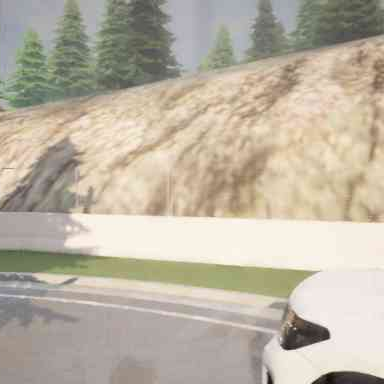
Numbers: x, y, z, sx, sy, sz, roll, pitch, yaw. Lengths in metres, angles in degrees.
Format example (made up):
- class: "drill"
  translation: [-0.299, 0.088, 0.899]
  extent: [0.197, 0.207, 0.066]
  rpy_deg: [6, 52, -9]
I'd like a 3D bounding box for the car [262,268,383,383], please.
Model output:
- class: "car"
  translation: [3.241, 1.181, 1.928]
  extent: [5.566, 2.045, 2.150]
  rpy_deg: [1, 0, 38]
